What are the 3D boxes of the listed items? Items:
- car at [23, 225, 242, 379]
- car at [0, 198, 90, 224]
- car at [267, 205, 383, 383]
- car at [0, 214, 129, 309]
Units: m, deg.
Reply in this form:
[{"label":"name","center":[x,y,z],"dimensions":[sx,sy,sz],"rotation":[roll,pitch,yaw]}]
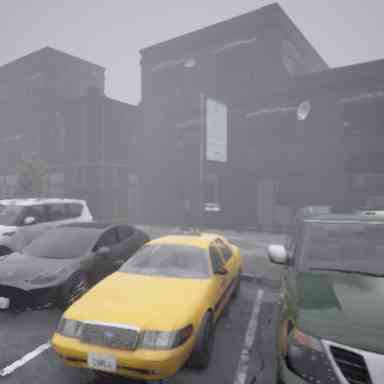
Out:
[{"label":"car","center":[-0.214,1.473,6.062],"dimensions":[1.946,1.575,5.366],"rotation":[1,-1,16]},{"label":"car","center":[-5.051,1.216,9.714],"dimensions":[2.435,2.045,5.566],"rotation":[1,-1,16]},{"label":"car","center":[2.286,1.233,4.473],"dimensions":[2.435,2.045,5.566],"rotation":[1,-1,15]},{"label":"car","center":[-2.615,1.502,7.962],"dimensions":[2.163,1.488,4.792],"rotation":[1,-1,16]}]
